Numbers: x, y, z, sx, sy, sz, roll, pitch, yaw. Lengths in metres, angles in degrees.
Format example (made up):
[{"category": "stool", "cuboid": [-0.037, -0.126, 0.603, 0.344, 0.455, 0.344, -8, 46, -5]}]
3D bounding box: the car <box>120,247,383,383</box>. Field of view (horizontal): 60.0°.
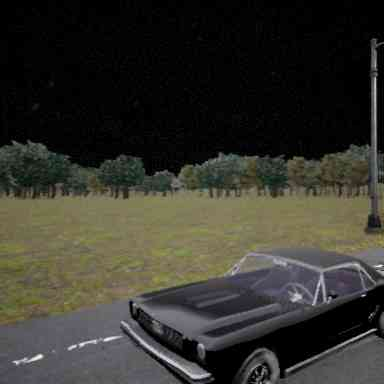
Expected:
[{"category": "car", "cuboid": [1.414, 1.600, 4.999, 4.718, 1.301, 1.895, 0, 0, -35]}]
